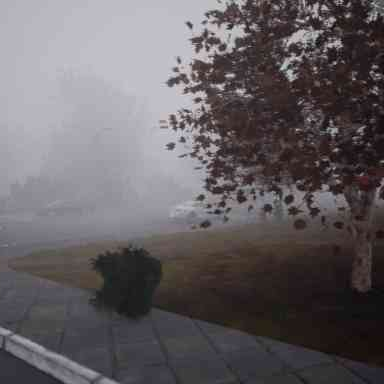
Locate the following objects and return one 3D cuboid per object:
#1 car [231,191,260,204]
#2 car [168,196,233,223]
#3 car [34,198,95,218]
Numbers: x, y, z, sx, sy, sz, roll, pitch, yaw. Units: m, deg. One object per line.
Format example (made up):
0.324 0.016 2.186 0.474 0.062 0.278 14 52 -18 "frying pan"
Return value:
6.139 0.572 40.565 4.892 1.490 1.837 -4 2 -31 "car"
0.459 1.289 23.727 4.674 1.442 1.812 -2 2 -39 "car"
-10.700 1.310 28.115 4.892 1.490 1.837 -1 1 -41 "car"
